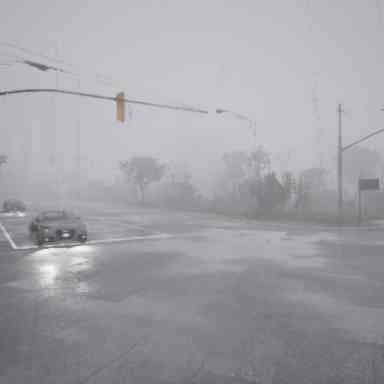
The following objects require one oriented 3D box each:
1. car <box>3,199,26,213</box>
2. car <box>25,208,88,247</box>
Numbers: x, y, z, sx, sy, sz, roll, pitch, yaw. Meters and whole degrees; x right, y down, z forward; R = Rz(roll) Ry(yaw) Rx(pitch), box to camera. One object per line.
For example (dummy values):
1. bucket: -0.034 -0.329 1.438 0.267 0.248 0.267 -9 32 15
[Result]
1. car: -19.024 1.481 35.584 1.994 1.385 4.181 0 1 -32
2. car: -6.155 1.554 15.148 1.994 1.385 4.181 0 0 -32
